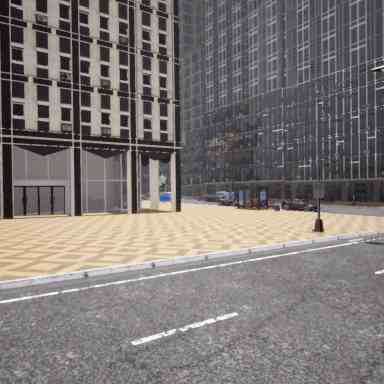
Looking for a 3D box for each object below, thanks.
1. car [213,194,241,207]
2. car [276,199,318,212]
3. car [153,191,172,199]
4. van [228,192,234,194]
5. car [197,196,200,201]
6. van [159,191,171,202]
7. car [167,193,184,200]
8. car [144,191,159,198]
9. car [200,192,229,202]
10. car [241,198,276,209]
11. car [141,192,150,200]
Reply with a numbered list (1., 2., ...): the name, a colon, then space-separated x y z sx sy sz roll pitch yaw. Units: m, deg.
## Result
1. car: 5.271 1.319 45.172 1.947 1.339 4.313 0 1 -34
2. car: 11.613 1.424 35.736 1.947 1.339 4.313 0 1 -34
3. car: -6.972 0.615 78.092 2.192 1.841 5.009 0 1 -34
4. van: 5.835 0.855 59.309 1.690 1.788 3.998 0 1 -34
5. car: 2.634 1.043 64.008 1.802 1.307 4.206 0 1 -34
6. van: -4.290 0.937 59.285 1.690 1.788 3.998 0 1 -34
7. car: -3.770 0.936 73.400 1.802 1.307 4.206 0 1 -34
8. car: -10.174 0.686 82.789 1.967 1.590 4.097 0 1 -34
9. car: 3.871 1.123 57.586 1.994 1.385 4.181 -1 1 -34
10. car: 8.425 1.388 40.444 1.802 1.307 4.206 0 1 -34
11. car: -10.694 1.039 68.679 2.008 1.369 4.403 0 1 -34
